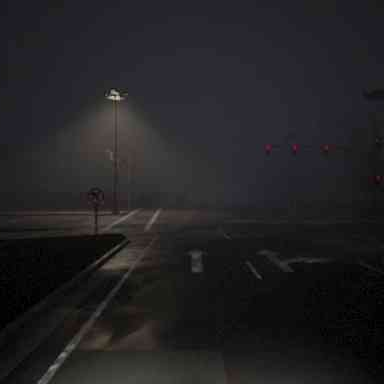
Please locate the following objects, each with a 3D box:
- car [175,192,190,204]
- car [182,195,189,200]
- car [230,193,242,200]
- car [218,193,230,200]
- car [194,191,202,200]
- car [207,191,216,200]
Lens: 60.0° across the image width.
[{"bbox_3d":[-1.837,1.089,58.784,2.150,2.045,5.566,0,0,0],"label":"car"},{"bbox_3d":[-1.703,1.385,90.647,1.895,1.301,4.718,0,0,0],"label":"car"},{"bbox_3d":[12.296,1.267,90.559,1.882,1.535,5.008,0,0,0],"label":"car"},{"bbox_3d":[8.800,1.144,91.343,2.097,1.767,4.553,0,0,0],"label":"car"},{"bbox_3d":[1.795,1.268,90.186,1.882,1.535,5.008,0,0,0],"label":"car"},{"bbox_3d":[5.296,1.145,90.558,2.097,1.767,4.553,0,0,0],"label":"car"}]
